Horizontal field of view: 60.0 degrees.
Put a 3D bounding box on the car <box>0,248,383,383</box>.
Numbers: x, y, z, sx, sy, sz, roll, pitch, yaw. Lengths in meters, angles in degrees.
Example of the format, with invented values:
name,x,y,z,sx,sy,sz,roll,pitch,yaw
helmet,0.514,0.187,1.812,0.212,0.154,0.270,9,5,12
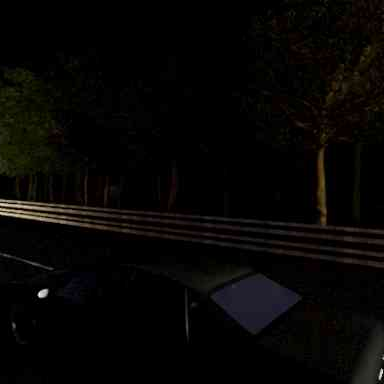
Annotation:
name,x,y,z,sx,sy,sz,roll,pitch,yaw
car,-0.466,1.483,4.243,5.357,1.411,2.033,2,1,37
